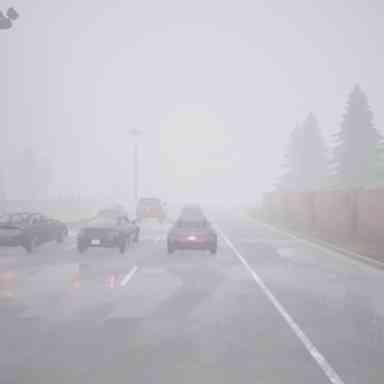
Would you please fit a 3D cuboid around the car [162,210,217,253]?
[{"bbox_3d":[0.010,1.698,14.327,1.994,1.385,4.181,0,0,0],"label":"car"}]

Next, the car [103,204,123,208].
[{"bbox_3d":[-6.976,1.798,29.393,1.812,1.442,4.674,0,0,1],"label":"car"}]

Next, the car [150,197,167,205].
[{"bbox_3d":[-8.030,2.092,80.682,2.097,1.767,4.553,0,-1,26],"label":"car"}]

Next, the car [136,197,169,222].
[{"bbox_3d":[-3.490,1.486,29.023,2.150,2.045,5.566,0,0,0],"label":"car"}]

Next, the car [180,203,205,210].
[{"bbox_3d":[0.021,1.779,29.308,1.837,1.490,4.892,0,0,1],"label":"car"}]

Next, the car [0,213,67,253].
[{"bbox_3d":[-6.992,1.626,14.299,2.128,1.511,4.902,0,0,0],"label":"car"}]

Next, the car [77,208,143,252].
[{"bbox_3d":[-3.490,1.660,14.380,1.812,1.442,4.674,0,0,0],"label":"car"}]
